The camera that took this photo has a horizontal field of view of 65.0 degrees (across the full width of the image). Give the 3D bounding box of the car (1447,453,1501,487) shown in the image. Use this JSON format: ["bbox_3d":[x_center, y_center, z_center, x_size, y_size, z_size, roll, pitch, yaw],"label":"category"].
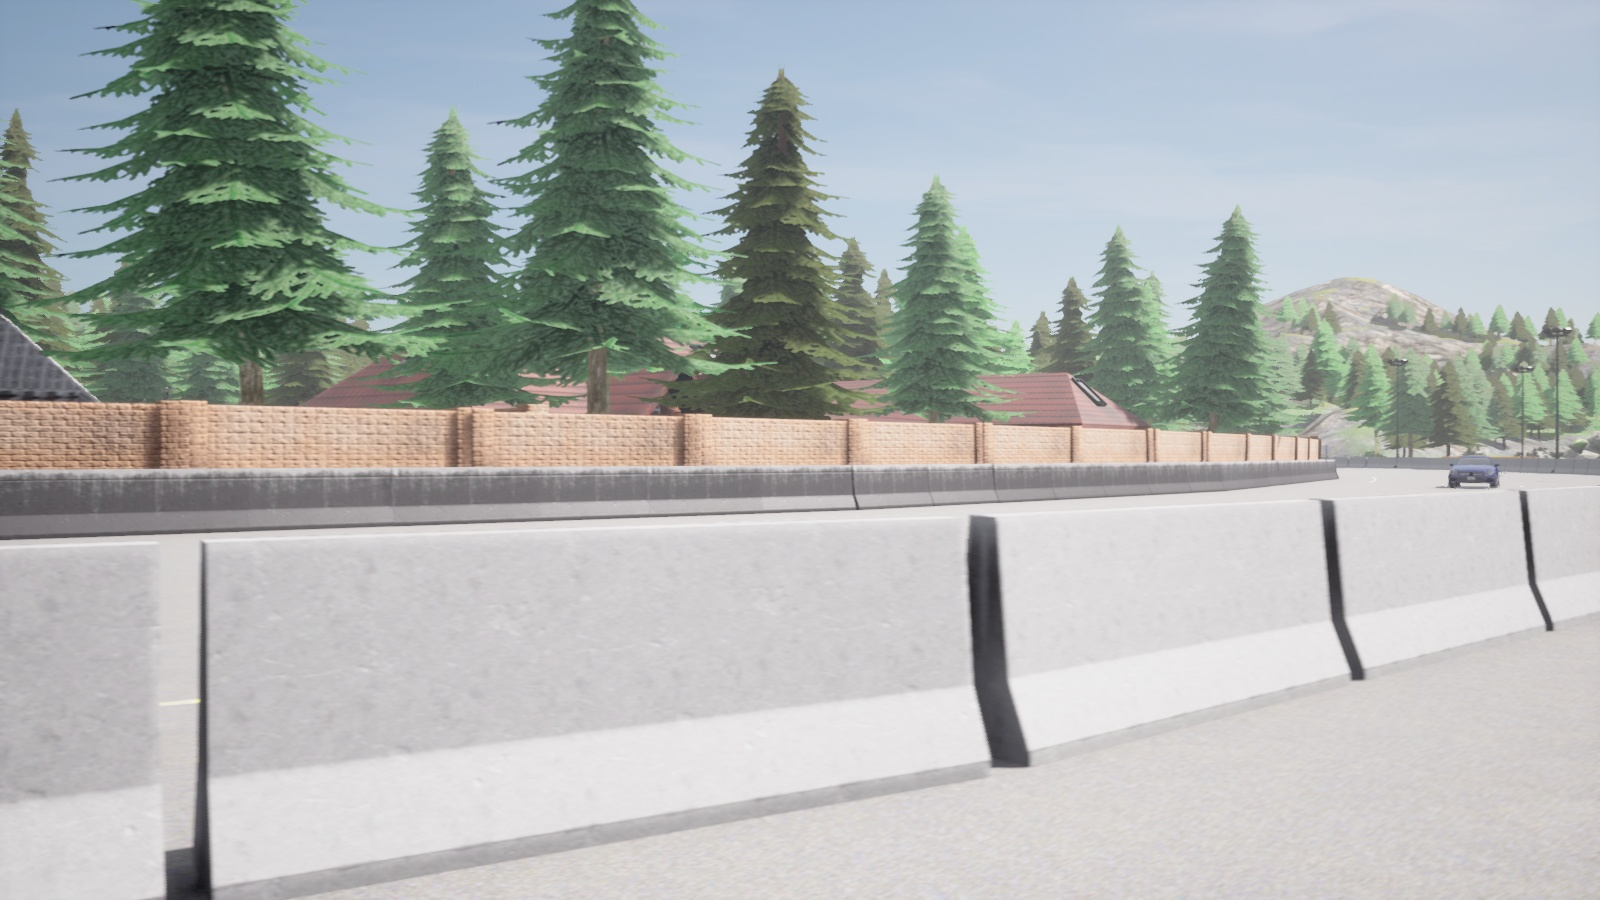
[{"bbox_3d":[30.084,0.853,56.009,1.812,1.442,4.674,0,0,32],"label":"car"}]
